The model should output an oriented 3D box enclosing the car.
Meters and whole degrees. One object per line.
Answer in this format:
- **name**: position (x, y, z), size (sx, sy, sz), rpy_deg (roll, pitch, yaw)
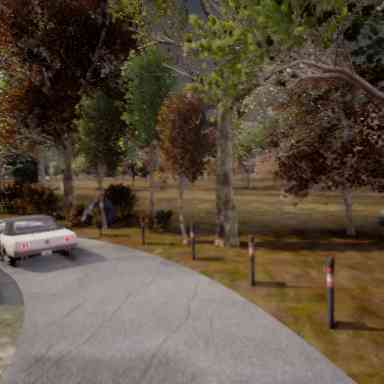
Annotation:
- **car**: position (-5.761, 1.477, 11.505), size (1.895, 1.301, 4.718), rpy_deg (-4, 4, -41)
